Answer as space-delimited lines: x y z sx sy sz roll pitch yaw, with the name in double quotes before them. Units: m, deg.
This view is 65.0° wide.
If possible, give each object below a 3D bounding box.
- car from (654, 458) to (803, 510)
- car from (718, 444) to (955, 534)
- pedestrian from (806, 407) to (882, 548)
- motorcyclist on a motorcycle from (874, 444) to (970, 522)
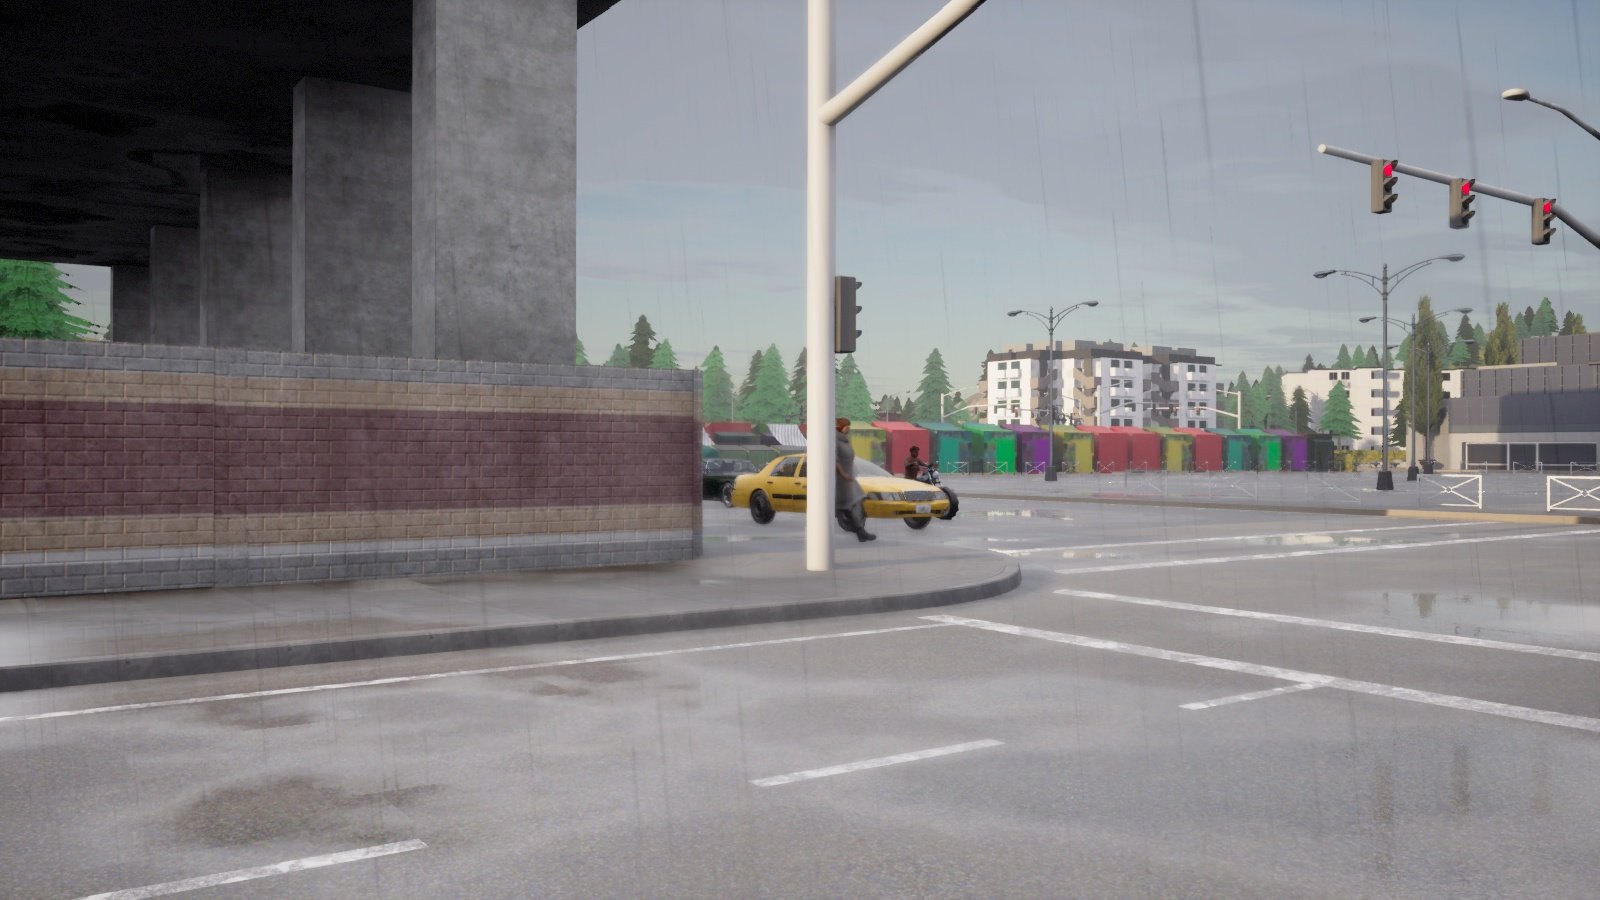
"car" -2.041 0.879 34.541 1.895 1.301 4.718 0 0 -35
"car" 0.561 0.688 24.736 1.801 1.575 5.366 0 0 -35
"pedestrian" 0.629 0.386 17.920 0.873 1.952 0.659 0 0 31
"motorcyclist on a motorcycle" 2.673 0.702 27.821 0.766 1.649 2.350 0 0 -35
